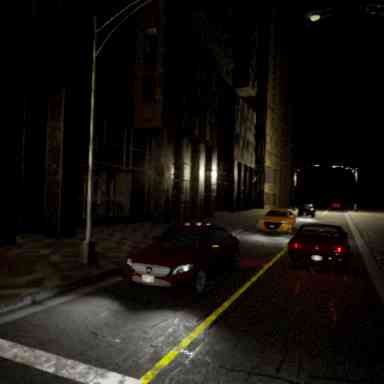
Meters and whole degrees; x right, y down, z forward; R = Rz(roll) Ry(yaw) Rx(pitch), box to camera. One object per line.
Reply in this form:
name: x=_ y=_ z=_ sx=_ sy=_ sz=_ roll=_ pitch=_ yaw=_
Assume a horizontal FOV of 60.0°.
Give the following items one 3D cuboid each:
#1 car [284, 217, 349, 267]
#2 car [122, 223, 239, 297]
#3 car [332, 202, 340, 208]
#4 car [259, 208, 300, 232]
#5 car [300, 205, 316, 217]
car: x=4.950 y=1.878 z=12.770 sx=1.895 sy=1.301 sz=4.718 roll=1 pitch=-1 yaw=24
car: x=0.003 y=1.618 z=9.168 sx=1.812 sy=1.442 sz=4.674 roll=1 pitch=-1 yaw=24
car: x=37.720 y=3.455 z=87.011 sx=1.882 sy=1.535 sz=5.008 roll=1 pitch=-1 yaw=24
car: x=5.899 y=1.881 z=22.585 sx=1.882 sy=1.535 sz=5.008 roll=1 pitch=-1 yaw=24
car: x=14.197 y=2.335 z=41.145 sx=2.128 sy=1.511 sz=4.902 roll=1 pitch=-1 yaw=24
